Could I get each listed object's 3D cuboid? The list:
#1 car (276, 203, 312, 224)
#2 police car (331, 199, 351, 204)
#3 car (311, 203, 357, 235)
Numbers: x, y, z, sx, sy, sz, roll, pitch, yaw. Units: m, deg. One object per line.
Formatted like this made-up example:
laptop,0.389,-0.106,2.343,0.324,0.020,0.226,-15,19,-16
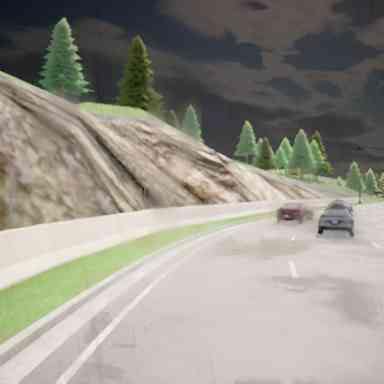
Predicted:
car,8.160,1.582,26.089,1.882,1.535,5.008,0,0,32
police car,17.353,1.676,38.937,2.038,1.542,4.974,0,-1,36
car,8.591,1.635,19.640,2.033,1.411,5.357,0,0,26
